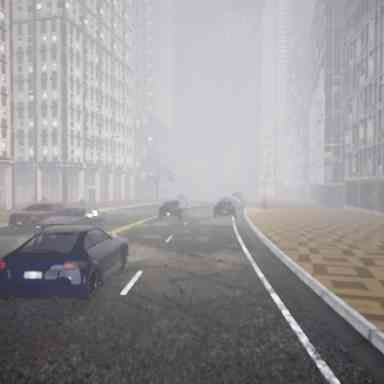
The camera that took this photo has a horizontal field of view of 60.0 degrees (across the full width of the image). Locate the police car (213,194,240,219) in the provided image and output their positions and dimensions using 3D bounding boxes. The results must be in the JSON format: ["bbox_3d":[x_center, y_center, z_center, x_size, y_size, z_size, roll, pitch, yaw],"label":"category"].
[{"bbox_3d":[2.795,1.284,27.954,1.930,1.638,5.238,0,0,7],"label":"police car"}]

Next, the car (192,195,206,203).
[{"bbox_3d":[1.044,1.265,58.405,1.895,1.301,4.718,0,0,15],"label":"car"}]

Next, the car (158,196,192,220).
[{"bbox_3d":[-1.445,1.353,26.688,1.837,1.490,4.892,0,0,7],"label":"car"}]

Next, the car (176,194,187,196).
[{"bbox_3d":[-1.970,1.140,59.754,1.837,1.490,4.892,0,0,15],"label":"car"}]

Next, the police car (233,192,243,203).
[{"bbox_3d":[5.283,1.211,43.358,1.930,1.638,5.238,0,0,11],"label":"police car"}]

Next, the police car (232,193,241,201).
[{"bbox_3d":[4.228,1.238,37.601,1.930,1.638,5.238,0,0,10],"label":"police car"}]

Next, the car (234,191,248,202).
[{"bbox_3d":[8.546,0.917,61.450,2.150,2.045,5.566,0,0,14],"label":"car"}]

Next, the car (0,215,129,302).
[{"bbox_3d":[-2.903,1.512,8.226,1.994,1.385,4.181,0,0,2],"label":"car"}]

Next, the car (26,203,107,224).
[{"bbox_3d":[-5.882,1.436,17.040,2.033,1.411,5.357,0,0,4],"label":"car"}]

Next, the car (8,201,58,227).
[{"bbox_3d":[-8.869,1.338,19.968,1.882,1.535,5.008,0,0,5],"label":"car"}]
